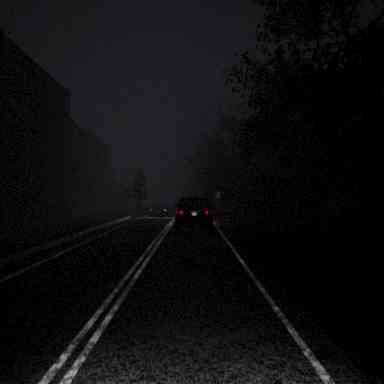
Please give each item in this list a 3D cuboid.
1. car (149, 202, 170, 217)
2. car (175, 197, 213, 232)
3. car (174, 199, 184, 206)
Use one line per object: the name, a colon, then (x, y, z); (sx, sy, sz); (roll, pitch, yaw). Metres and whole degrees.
car: (-3.278, 1.737, 34.282); (1.812, 1.442, 4.674); (0, -1, 0)
car: (0.126, 1.294, 20.612); (2.150, 2.045, 5.566); (0, 0, 0)
car: (-2.953, 2.383, 76.621); (1.882, 1.535, 5.008); (0, -1, 0)
